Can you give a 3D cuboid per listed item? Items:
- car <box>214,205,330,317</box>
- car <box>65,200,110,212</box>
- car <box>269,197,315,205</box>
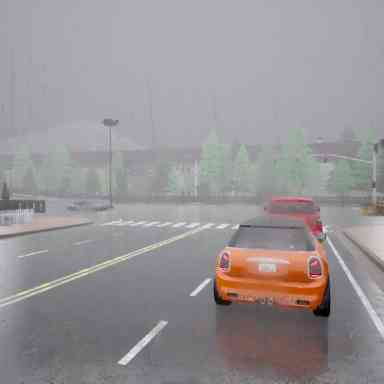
[{"bbox_3d":[2.025,1.352,7.855,2.097,1.767,4.553,0,0,19],"label":"car"},{"bbox_3d":[-11.813,1.599,37.743,4.718,1.301,1.895,0,0,16],"label":"car"},{"bbox_3d":[4.220,1.221,14.123,2.150,2.045,5.566,0,0,16],"label":"car"}]
